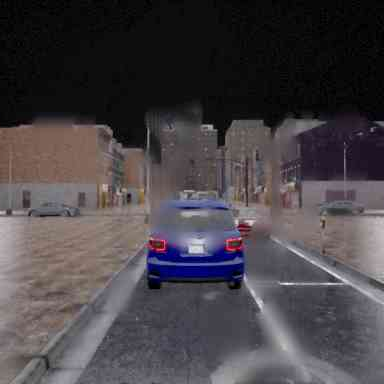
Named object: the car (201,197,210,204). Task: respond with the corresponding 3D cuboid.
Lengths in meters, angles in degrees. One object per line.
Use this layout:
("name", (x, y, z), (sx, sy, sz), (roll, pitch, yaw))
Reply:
("car", (2.776, 1.851, 70.959), (1.752, 1.417, 4.829), (1, -1, 0))

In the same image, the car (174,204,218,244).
("car", (0.125, 1.498, 17.044), (1.882, 1.535, 5.008), (0, 0, -1))

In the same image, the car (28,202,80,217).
("car", (-11.924, 1.587, 28.928), (4.181, 1.385, 1.994), (0, -2, 0))

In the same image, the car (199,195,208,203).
("car", (2.798, 1.748, 81.668), (2.192, 1.841, 5.009), (1, -1, 0))

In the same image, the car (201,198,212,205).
("car", (2.765, 1.840, 65.352), (1.947, 1.339, 4.313), (1, -1, 0))

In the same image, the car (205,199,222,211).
("car", (2.729, 1.680, 43.603), (1.947, 1.339, 4.313), (1, 0, 0))

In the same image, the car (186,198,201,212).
("car", (0.133, 1.607, 41.803), (1.837, 1.490, 4.892), (-1, 0, -1))

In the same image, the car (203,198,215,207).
("car", (2.749, 1.711, 54.647), (1.752, 1.417, 4.829), (1, 0, 0))

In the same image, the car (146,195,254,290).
("car", (0.057, 1.230, 9.235), (2.150, 2.045, 5.566), (0, 0, -1))

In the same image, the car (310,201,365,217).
("car", (13.788, 1.564, 31.674), (4.902, 1.511, 2.128), (0, -2, 0))

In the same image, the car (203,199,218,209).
("car", (2.738, 1.713, 49.040), (1.947, 1.339, 4.313), (1, 0, 0))

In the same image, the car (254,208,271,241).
("car", (2.689, 1.460, 16.856), (1.967, 1.590, 4.097), (2, 0, 0))

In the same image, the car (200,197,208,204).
("car", (2.785, 1.904, 76.397), (1.752, 1.417, 4.829), (1, -1, 0))

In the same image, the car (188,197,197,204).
("car", (0.131, 1.883, 77.040), (1.837, 1.490, 4.892), (0, -1, 0))
